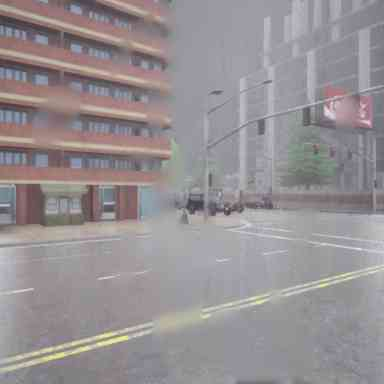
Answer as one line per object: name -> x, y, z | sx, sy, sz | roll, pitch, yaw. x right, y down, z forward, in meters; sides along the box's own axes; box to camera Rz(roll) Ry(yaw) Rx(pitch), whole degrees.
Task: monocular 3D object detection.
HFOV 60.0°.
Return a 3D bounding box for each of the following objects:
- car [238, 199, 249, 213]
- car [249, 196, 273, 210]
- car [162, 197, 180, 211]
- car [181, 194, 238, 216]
car -> 3.553, 1.601, 36.174 | 1.895, 1.301, 4.718 | 0, 0, -35
car -> 8.052, 1.352, 42.305 | 2.097, 1.767, 4.553 | 0, 0, -35
car -> -3.900, 1.352, 40.724 | 2.097, 1.767, 4.553 | 0, 0, -35
car -> 1.629, 1.222, 32.816 | 2.150, 2.045, 5.566 | 0, 0, -35
